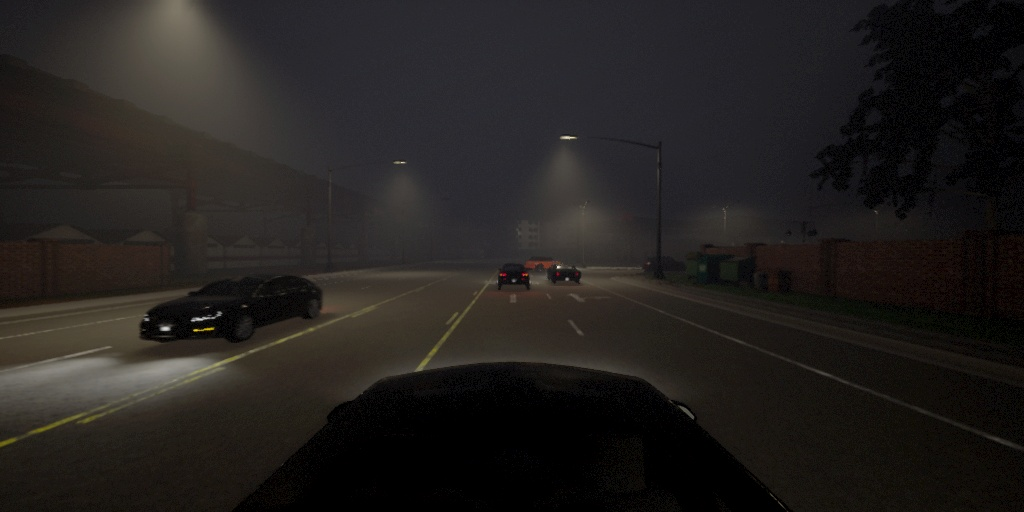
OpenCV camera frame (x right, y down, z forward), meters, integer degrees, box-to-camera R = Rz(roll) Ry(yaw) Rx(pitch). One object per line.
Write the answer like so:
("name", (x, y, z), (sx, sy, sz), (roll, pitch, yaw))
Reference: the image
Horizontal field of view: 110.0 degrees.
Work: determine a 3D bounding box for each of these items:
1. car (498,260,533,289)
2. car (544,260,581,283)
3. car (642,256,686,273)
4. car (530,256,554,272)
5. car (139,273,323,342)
("car", (0.102, 1.162, 22.018), (1.812, 1.442, 4.674), (0, 0, 0))
("car", (3.603, 1.201, 25.615), (1.895, 1.301, 4.718), (0, 1, 0))
("car", (16.052, 0.840, 37.322), (4.553, 1.767, 2.097), (0, 1, 2))
("car", (3.800, 0.813, 40.069), (4.553, 1.767, 2.097), (0, 1, -33))
("car", (-7.073, 1.243, 9.757), (1.837, 1.490, 4.892), (0, 0, 0))
